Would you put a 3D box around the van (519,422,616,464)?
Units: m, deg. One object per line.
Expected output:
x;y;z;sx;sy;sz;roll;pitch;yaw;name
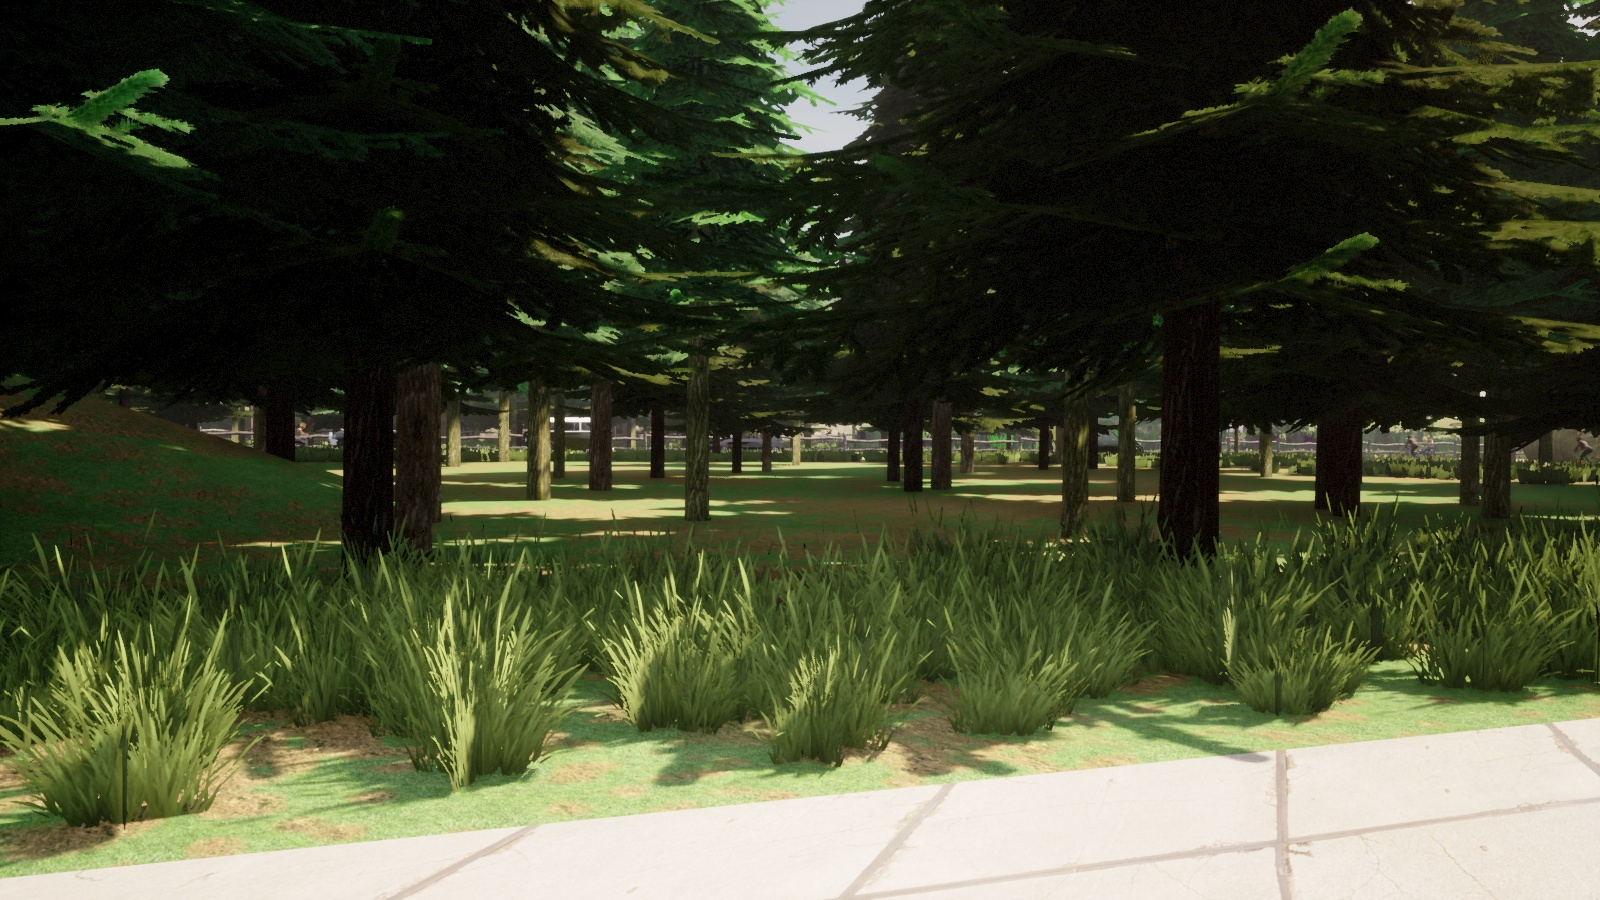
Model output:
-11.726;-0.382;63.332;4.480;2.038;2.069;-1;1;-21;van

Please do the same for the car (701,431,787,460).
-2.969;-0.241;66.668;4.193;1.474;1.816;-1;1;-21;car

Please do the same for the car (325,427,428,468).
-20.271;-0.142;60.091;4.605;1.855;1.932;0;1;-21;car

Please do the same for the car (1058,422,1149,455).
16.966;-0.678;70.239;4.553;1.767;2.097;-1;1;-19;car
